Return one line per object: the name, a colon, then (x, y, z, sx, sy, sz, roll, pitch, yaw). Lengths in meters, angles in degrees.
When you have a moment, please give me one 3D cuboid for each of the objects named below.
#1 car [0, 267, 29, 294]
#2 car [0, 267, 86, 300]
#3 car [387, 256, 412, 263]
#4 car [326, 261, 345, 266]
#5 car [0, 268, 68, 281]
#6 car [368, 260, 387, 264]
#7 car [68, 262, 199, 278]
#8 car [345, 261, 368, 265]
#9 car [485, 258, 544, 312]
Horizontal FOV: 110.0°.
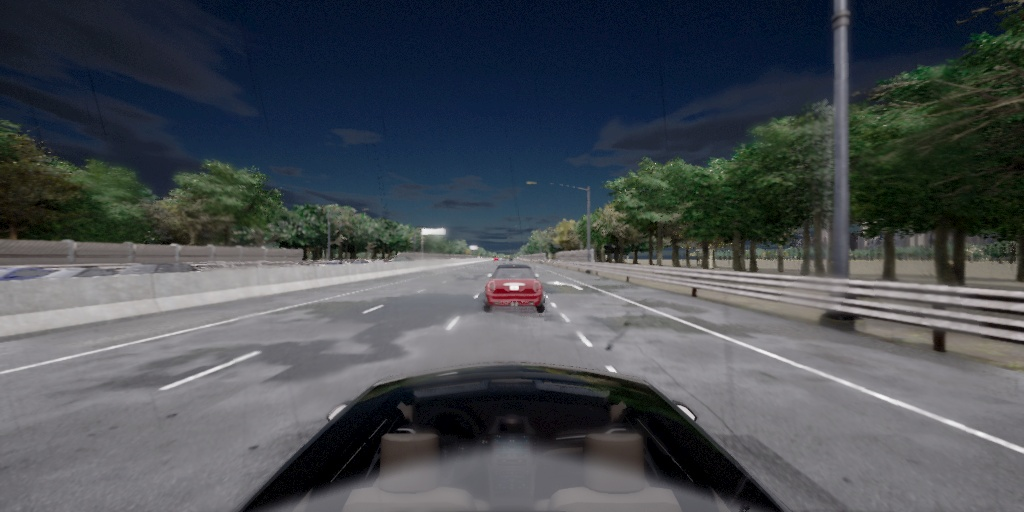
car: (-28.115, 1.328, 17.445, 2.033, 1.411, 5.357, 0, 0, 0)
car: (-24.613, 1.306, 17.611, 1.812, 1.442, 4.674, 0, 0, 0)
car: (-17.628, 1.097, 57.616, 2.150, 2.045, 5.566, 0, 0, 1)
car: (-28.121, 1.439, 57.640, 1.994, 1.385, 4.181, 0, 0, 1)
car: (-21.114, 1.305, 17.456, 1.812, 1.442, 4.674, 0, 0, 0)
car: (-21.129, 1.402, 58.071, 1.812, 1.442, 4.674, 0, 0, 1)
car: (-17.614, 1.131, 17.442, 2.097, 1.767, 4.553, 0, 0, 0)
car: (-24.626, 1.440, 58.076, 1.994, 1.385, 4.181, 0, 0, 1)
car: (0.059, 1.107, 14.443, 2.097, 1.767, 4.553, 0, 0, -1)
